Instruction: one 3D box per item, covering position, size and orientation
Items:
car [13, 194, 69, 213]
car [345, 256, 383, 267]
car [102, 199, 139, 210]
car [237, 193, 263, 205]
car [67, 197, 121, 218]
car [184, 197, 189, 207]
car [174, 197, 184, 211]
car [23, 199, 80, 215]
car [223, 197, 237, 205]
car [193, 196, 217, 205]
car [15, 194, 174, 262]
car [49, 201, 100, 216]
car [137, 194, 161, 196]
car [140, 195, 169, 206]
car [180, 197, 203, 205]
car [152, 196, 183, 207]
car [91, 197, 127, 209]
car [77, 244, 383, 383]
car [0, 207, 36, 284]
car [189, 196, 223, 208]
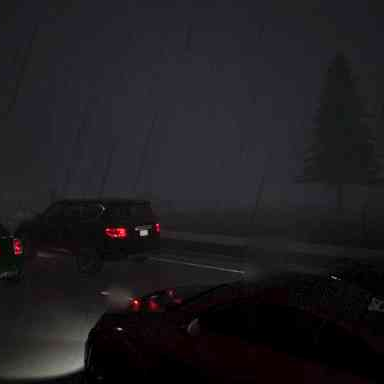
[{"bbox_3d":[-17.317,1.222,38.349,2.150,2.045,5.566,0,0,36],"label":"car"},{"bbox_3d":[4.671,1.478,4.956,5.008,1.535,1.882,0,0,35],"label":"car"},{"bbox_3d":[-9.284,1.601,43.408,1.895,1.301,4.718,0,0,36],"label":"car"},{"bbox_3d":[10.609,1.223,58.666,2.150,2.045,5.566,0,0,37],"label":"car"},{"bbox_3d":[-9.235,1.352,31.604,2.097,1.767,4.553,0,0,36],"label":"car"},{"bbox_3d":[-0.070,1.547,50.081,2.033,1.411,5.357,0,0,36],"label":"car"},{"bbox_3d":[-3.651,1.547,39.254,2.033,1.411,5.357,0,0,36],"label":"car"},{"bbox_3d":[-14.933,1.547,35.679,2.033,1.411,5.357,0,0,36],"label":"car"},{"bbox_3d":[6.683,1.601,59.251,1.895,1.301,4.718,0,0,37],"label":"car"},{"bbox_3d":[2.344,1.526,59.275,1.812,1.442,4.674,0,0,37],"label":"car"},{"bbox_3d":[-3.505,1.221,10.755,5.566,2.045,2.150,0,0,36],"label":"car"},{"bbox_3d":[-11.879,1.601,33.925,1.895,1.301,4.718,0,0,36],"label":"car"},{"bbox_3d":[-6.118,1.221,41.811,2.150,2.045,5.566,0,0,36],"label":"car"},{"bbox_3d":[-6.046,1.352,53.761,2.097,1.767,4.553,0,0,36],"label":"car"},{"bbox_3d":[-0.088,1.601,61.871,1.895,1.301,4.718,0,0,37],"label":"car"},{"bbox_3d":[-3.734,1.478,50.998,1.882,1.535,5.008,0,0,36],"label":"car"},{"bbox_3d":[-11.465,1.505,46.353,1.837,1.490,4.892,0,0,36],"label":"car"},{"bbox_3d":[0.802,1.564,3.417,4.181,1.385,1.994,0,0,35],"label":"car"},{"bbox_3d":[-6.249,1.352,8.414,4.553,1.767,2.097,0,0,36],"label":"car"},{"bbox_3d":[2.066,1.601,47.073,1.895,1.301,4.718,0,0,36],"label":"car"}]
